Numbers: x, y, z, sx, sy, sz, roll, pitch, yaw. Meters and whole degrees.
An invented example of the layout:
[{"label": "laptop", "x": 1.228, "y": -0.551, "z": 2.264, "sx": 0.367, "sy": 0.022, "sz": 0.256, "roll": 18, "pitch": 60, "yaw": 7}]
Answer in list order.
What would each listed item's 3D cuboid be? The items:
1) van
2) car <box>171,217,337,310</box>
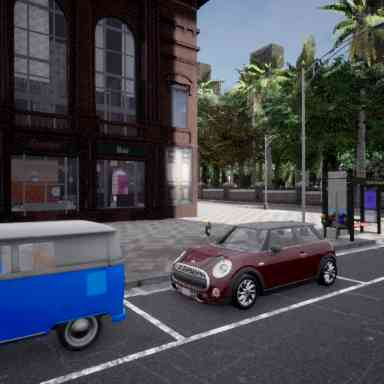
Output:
[{"label": "van", "x": -2.918, "y": 1.341, "z": 4.573, "sx": 3.998, "sy": 1.788, "sz": 1.690, "roll": 0, "pitch": 0, "yaw": -35}, {"label": "car", "x": 1.500, "y": 1.439, "z": 7.723, "sx": 4.097, "sy": 1.590, "sz": 1.967, "roll": 0, "pitch": 0, "yaw": -35}]
